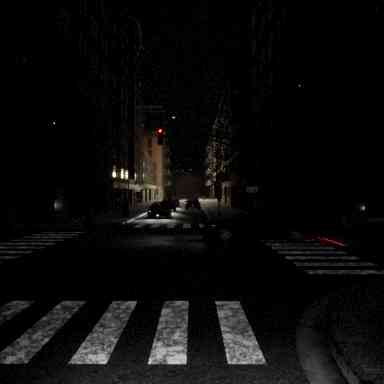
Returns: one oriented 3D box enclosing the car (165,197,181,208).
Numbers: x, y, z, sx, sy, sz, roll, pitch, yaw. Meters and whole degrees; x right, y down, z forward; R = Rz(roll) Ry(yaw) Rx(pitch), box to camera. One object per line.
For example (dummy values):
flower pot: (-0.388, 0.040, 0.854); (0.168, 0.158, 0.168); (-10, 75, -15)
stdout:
car: (-2.837, 1.474, 50.230); (2.128, 1.511, 4.902); (0, 0, 0)

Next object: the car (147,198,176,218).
car: (-2.841, 1.541, 30.207); (2.033, 1.411, 5.357); (0, 0, 0)

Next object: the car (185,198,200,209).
car: (0.112, 1.512, 45.053); (1.812, 1.442, 4.674); (0, 0, 0)

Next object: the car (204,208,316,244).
car: (3.073, 1.486, 15.380); (5.008, 1.535, 1.882); (0, 0, 0)

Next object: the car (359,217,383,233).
car: (11.636, 1.554, 17.902); (4.829, 1.417, 1.752); (0, 0, 0)

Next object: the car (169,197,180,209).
car: (-2.837, 1.481, 40.029); (2.128, 1.511, 4.902); (0, 0, 0)
